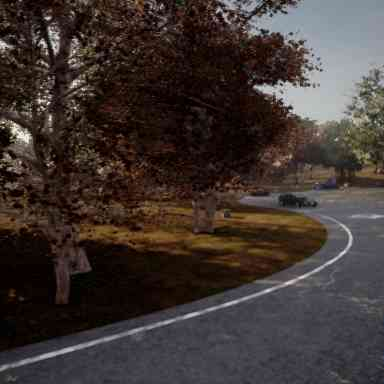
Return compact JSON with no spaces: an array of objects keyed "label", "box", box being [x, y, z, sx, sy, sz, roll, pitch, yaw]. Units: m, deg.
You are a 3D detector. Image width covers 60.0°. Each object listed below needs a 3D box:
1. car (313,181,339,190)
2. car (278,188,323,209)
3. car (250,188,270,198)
[{"label":"car","box":[24.740,-1.219,61.583,4.553,1.767,2.097,-3,2,-11]},{"label":"car","box":[9.855,0.682,31.174,1.837,1.490,4.892,-3,2,-13]},{"label":"car","box":[10.385,0.129,50.593,1.895,1.301,4.718,-2,2,29]}]
